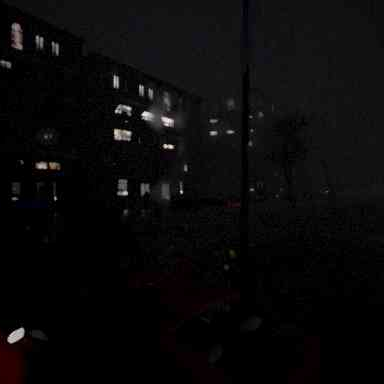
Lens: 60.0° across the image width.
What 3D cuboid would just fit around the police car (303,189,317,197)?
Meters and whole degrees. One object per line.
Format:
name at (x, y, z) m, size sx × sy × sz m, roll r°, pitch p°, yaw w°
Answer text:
police car at (27.247, 0.191, 76.886) m, size 1.930 × 1.638 × 5.238 m, roll 0°, pitch 1°, yaw 32°

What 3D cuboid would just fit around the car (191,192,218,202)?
car at (1.981, 0.809, 51.573) m, size 2.008 × 1.369 × 4.403 m, roll 2°, pitch 2°, yaw 35°

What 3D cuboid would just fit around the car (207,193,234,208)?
car at (2.531, 1.052, 37.645) m, size 2.008 × 1.369 × 4.403 m, roll 2°, pitch 2°, yaw 35°

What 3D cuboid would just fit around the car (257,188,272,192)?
car at (12.813, 0.358, 57.237) m, size 2.150 × 2.045 × 5.566 m, roll 1°, pitch 1°, yaw 35°

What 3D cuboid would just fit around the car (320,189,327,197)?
car at (27.891, 0.361, 74.274) m, size 2.008 × 1.369 × 4.403 m, roll 2°, pitch 2°, yaw 35°

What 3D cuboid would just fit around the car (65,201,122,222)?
car at (-6.979, 1.330, 23.911) m, size 1.947 × 1.339 × 4.313 m, roll 2°, pitch 2°, yaw 35°

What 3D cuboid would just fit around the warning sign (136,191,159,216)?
warning sign at (-3.363, 0.852, 24.997) m, size 1.300 × 1.860 × 1.060 m, roll -1°, pitch 0°, yaw 35°

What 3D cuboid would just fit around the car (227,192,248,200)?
car at (8.321, 0.651, 60.731) m, size 1.947 × 1.339 × 4.313 m, roll 2°, pitch 2°, yaw 35°

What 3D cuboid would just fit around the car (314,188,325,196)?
car at (32.686, -0.033, 85.019) m, size 2.097 × 1.767 × 4.553 m, roll 0°, pitch 1°, yaw 28°

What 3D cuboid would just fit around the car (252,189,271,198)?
car at (14.665, 0.228, 69.882) m, size 2.192 × 1.841 × 5.009 m, roll 2°, pitch 2°, yaw 35°

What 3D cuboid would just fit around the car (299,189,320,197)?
car at (24.722, 0.447, 69.697) m, size 2.008 × 1.369 × 4.403 m, roll 2°, pitch 2°, yaw 35°

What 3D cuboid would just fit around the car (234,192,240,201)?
car at (7.206, 0.817, 49.057) m, size 1.812 × 1.442 × 4.674 m, roll 1°, pitch 1°, yaw 35°

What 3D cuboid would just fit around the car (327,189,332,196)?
car at (34.232, 0.080, 83.429) m, size 1.967 × 1.590 × 4.097 m, roll 2°, pitch 2°, yaw 35°

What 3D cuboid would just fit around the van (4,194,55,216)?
van at (-13.866, 1.037, 28.675) m, size 1.690 × 1.788 × 3.998 m, roll 2°, pitch 2°, yaw 35°

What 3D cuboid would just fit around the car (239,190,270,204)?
car at (8.871, 0.877, 46.803) m, size 2.008 × 1.369 × 4.403 m, roll 2°, pitch 2°, yaw 35°

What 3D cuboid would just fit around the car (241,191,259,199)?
car at (11.395, 0.527, 65.169) m, size 1.752 × 1.417 × 4.829 m, roll 2°, pitch 2°, yaw 35°

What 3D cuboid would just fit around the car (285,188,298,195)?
car at (24.174, -0.028, 83.617) m, size 2.192 × 1.841 × 5.009 m, roll 2°, pitch 2°, yaw 35°

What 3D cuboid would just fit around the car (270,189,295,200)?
car at (15.308, 0.676, 56.100) m, size 1.752 × 1.417 × 4.829 m, roll 2°, pitch 2°, yaw 35°

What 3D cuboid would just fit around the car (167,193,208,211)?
car at (-0.640, 1.133, 33.066) m, size 1.887 × 1.381 × 4.507 m, roll 2°, pitch 2°, yaw 35°

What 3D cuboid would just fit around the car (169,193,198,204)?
car at (-1.189, 0.911, 46.995) m, size 1.947 × 1.339 × 4.313 m, roll 2°, pitch 2°, yaw 35°

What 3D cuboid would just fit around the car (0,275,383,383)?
car at (-0.575, 1.544, 3.275) m, size 4.507 × 1.381 × 1.887 m, roll 0°, pitch 0°, yaw 36°
